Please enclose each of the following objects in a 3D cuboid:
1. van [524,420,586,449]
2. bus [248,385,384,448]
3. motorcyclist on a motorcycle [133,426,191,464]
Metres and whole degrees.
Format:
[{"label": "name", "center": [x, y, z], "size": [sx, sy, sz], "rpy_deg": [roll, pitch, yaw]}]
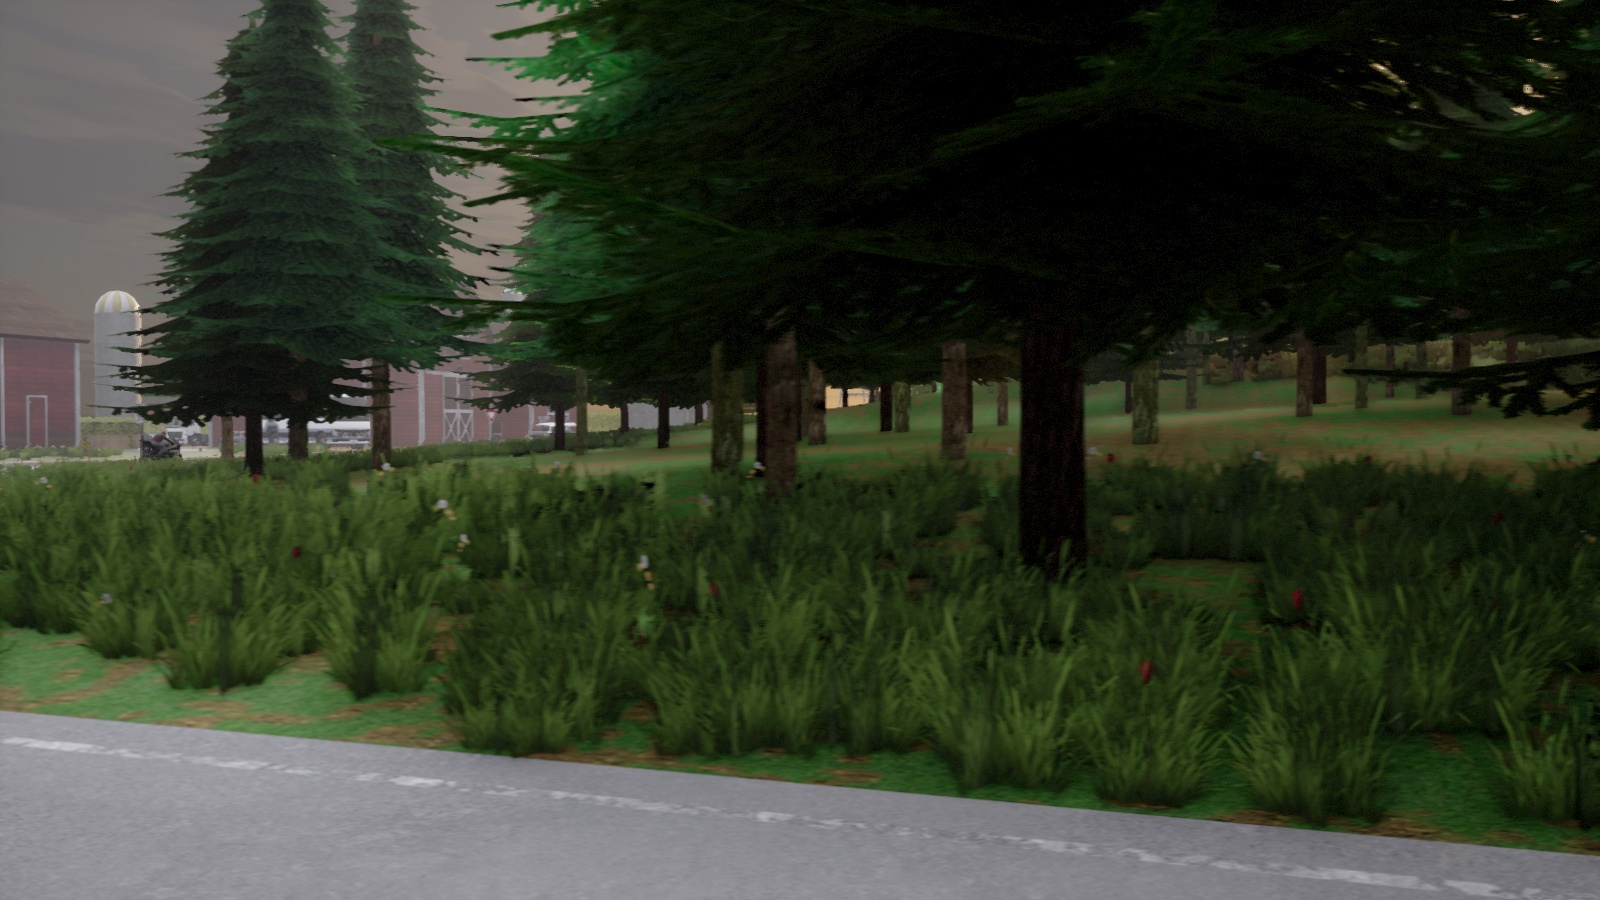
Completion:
[{"label": "van", "center": [-17.774, -1.117, 91.287], "size": [2.069, 2.038, 4.480], "rpy_deg": [1, 1, 28]}, {"label": "bus", "center": [-34.283, -2.315, 88.736], "size": [10.273, 4.253, 3.944], "rpy_deg": [1, 1, 35]}, {"label": "motorcyclist on a motorcycle", "center": [-26.727, -0.222, 52.635], "size": [0.866, 1.530, 2.191], "rpy_deg": [1, 1, 19]}]
